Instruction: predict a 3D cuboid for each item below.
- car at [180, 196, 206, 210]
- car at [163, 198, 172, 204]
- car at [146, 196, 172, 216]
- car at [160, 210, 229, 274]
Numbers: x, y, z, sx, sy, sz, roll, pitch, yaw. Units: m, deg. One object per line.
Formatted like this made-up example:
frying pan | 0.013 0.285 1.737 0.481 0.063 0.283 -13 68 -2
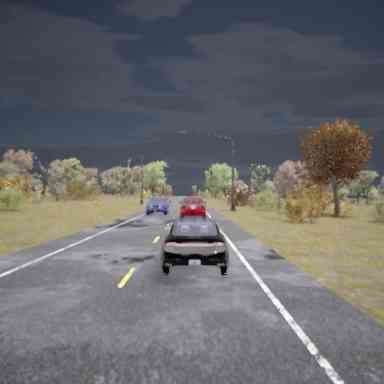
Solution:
car | 0.093 1.395 29.352 2.150 2.045 5.566 0 0 0
car | -5.652 1.991 77.014 1.895 1.301 4.718 0 0 -8
car | -3.600 1.433 35.677 2.150 2.045 5.566 0 0 0
car | 0.081 1.554 10.716 2.128 1.511 4.902 0 0 0
